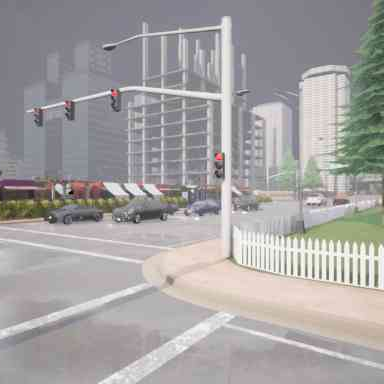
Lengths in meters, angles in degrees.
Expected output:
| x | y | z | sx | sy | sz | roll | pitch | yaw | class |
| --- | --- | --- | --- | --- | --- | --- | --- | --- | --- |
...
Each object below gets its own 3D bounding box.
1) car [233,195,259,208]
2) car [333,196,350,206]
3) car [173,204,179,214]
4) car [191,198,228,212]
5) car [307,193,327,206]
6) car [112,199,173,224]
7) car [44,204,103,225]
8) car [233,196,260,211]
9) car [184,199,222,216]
| x | y | z | sx | sy | sz | roll | pitch | yaw | class |
| --- | --- | --- | --- | --- | --- | --- | --- | --- | --- |
| 7.945 | 1.352 | 48.751 | 2.097 | 1.767 | 4.553 | 0 | 0 | 35 | car |
| 24.122 | 1.478 | 53.636 | 1.882 | 1.535 | 5.008 | 0 | 0 | 34 | car |
| -3.405 | 1.547 | 32.064 | 2.033 | 1.411 | 5.357 | 0 | 0 | 34 | car |
| 2.242 | 1.547 | 40.399 | 2.033 | 1.411 | 5.357 | 0 | 0 | 34 | car |
| 20.554 | 1.221 | 54.610 | 2.150 | 2.045 | 5.566 | 0 | 0 | 34 | car |
| -3.874 | 1.352 | 25.127 | 2.097 | 1.767 | 4.553 | 0 | 0 | 34 | car |
| -8.588 | 1.564 | 24.410 | 1.994 | 1.385 | 4.181 | 0 | 0 | 34 | car |
| 6.715 | 1.505 | 40.747 | 1.837 | 1.490 | 4.892 | 0 | 0 | 34 | car |
| 1.078 | 1.526 | 32.421 | 1.812 | 1.442 | 4.674 | 0 | 0 | 34 | car |
